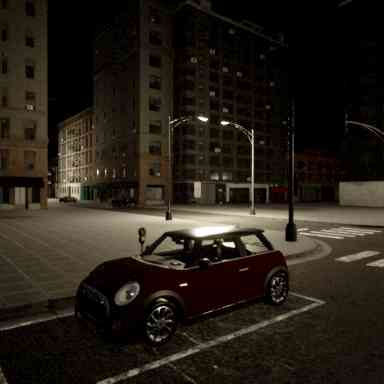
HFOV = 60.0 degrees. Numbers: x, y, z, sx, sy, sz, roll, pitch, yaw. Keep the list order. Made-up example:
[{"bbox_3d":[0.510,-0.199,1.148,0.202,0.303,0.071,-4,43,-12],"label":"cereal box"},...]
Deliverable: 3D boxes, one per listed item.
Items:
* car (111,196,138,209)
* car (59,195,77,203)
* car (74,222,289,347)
[{"bbox_3d":[-8.584,1.281,41.873,2.128,1.511,4.902,0,0,-38],"label":"car"},{"bbox_3d":[-22.162,1.270,59.253,1.895,1.301,4.718,0,0,-39],"label":"car"},{"bbox_3d":[-0.043,1.439,6.273,4.097,1.590,1.967,0,0,-38],"label":"car"}]
